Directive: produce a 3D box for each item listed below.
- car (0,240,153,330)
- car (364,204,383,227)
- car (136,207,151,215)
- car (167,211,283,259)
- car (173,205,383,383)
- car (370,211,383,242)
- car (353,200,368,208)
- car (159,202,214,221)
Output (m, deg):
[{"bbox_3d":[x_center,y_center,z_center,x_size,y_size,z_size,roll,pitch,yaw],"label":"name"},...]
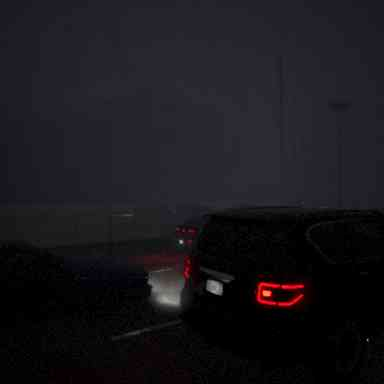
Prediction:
[{"bbox_3d":[-3.385,1.566,5.703,5.357,1.411,2.033,1,-1,-36],"label":"car"},{"bbox_3d":[15.450,1.792,26.223,5.008,1.535,1.882,1,-1,-44],"label":"car"},{"bbox_3d":[-4.260,1.814,36.764,4.181,1.385,1.994,1,-1,-42],"label":"car"},{"bbox_3d":[1.503,1.622,13.859,4.892,1.490,1.837,1,0,-38],"label":"car"},{"bbox_3d":[2.406,1.282,5.665,5.566,2.045,2.150,1,-1,-37],"label":"car"},{"bbox_3d":[11.681,1.770,17.848,5.357,1.411,2.033,1,-1,-42],"label":"car"},{"bbox_3d":[31.397,2.206,61.984,1.837,1.490,4.892,0,-1,34],"label":"car"},{"bbox_3d":[-0.425,1.710,30.805,5.008,1.535,1.882,1,-1,-42],"label":"car"}]
